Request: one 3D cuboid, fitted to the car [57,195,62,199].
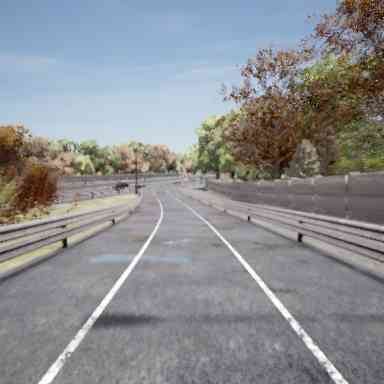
[{"bbox_3d":[-25.147,0.901,59.571,1.882,1.535,5.008,1,4,16],"label":"car"}]
